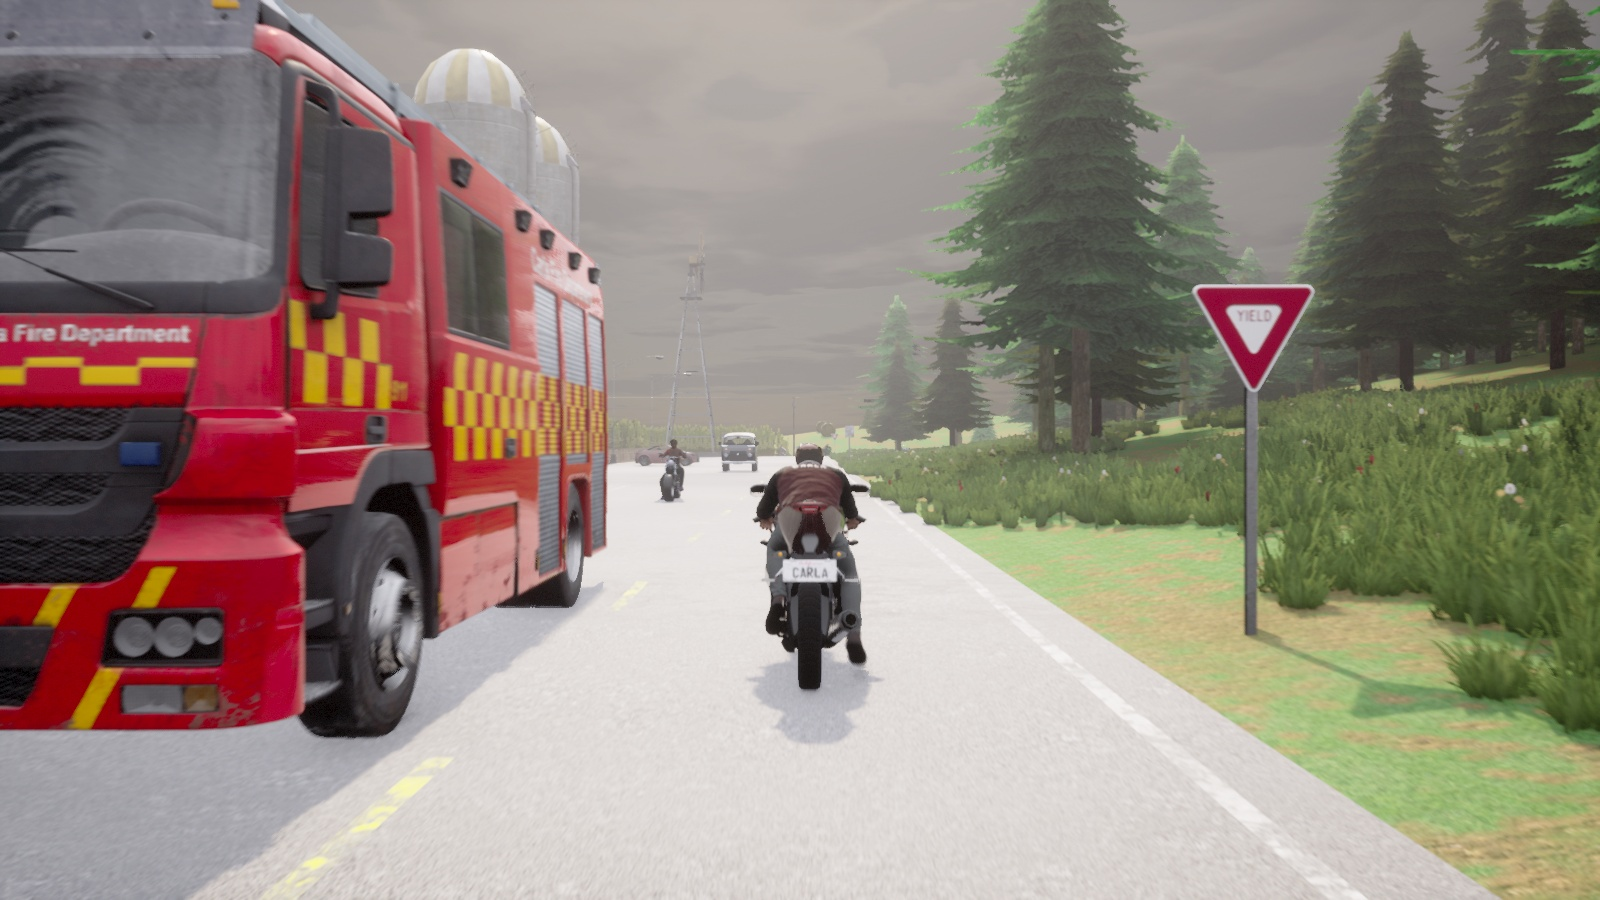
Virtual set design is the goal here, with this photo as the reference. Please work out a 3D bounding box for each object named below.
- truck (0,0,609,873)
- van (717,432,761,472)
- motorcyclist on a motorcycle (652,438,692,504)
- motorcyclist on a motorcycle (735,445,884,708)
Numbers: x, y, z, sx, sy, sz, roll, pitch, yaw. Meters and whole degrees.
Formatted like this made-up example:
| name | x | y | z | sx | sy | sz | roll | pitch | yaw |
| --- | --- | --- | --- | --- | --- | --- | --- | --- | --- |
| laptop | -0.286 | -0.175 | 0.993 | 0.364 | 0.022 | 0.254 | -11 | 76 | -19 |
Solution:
| name | x | y | z | sx | sy | sz | roll | pitch | yaw |
| --- | --- | --- | --- | --- | --- | --- | --- | --- | --- |
| truck | -3.433 | -0.471 | 8.602 | 2.891 | 3.827 | 8.468 | 0 | 0 | 0 |
| van | -3.114 | 0.087 | 65.067 | 2.069 | 2.038 | 4.480 | 0 | 0 | 0 |
| motorcyclist on a motorcycle | -3.303 | 0.504 | 32.517 | 0.766 | 1.649 | 2.350 | 0 | 1 | 0 |
| motorcyclist on a motorcycle | 0.063 | 0.732 | 8.396 | 0.866 | 1.530 | 2.191 | 0 | 0 | 0 |
